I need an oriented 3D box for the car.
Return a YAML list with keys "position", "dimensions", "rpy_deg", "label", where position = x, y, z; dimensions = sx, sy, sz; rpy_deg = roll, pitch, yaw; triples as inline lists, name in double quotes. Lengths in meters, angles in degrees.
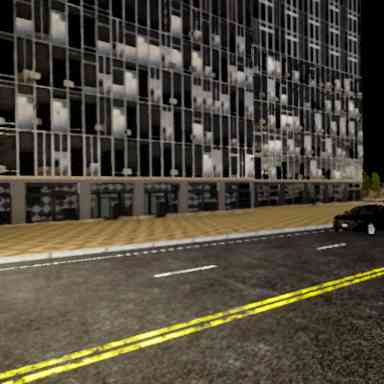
- position: [9.915, 1.454, 18.620]
  dimensions: [5.008, 1.535, 1.882]
  rpy_deg: [0, 0, -35]
  label: "car"
